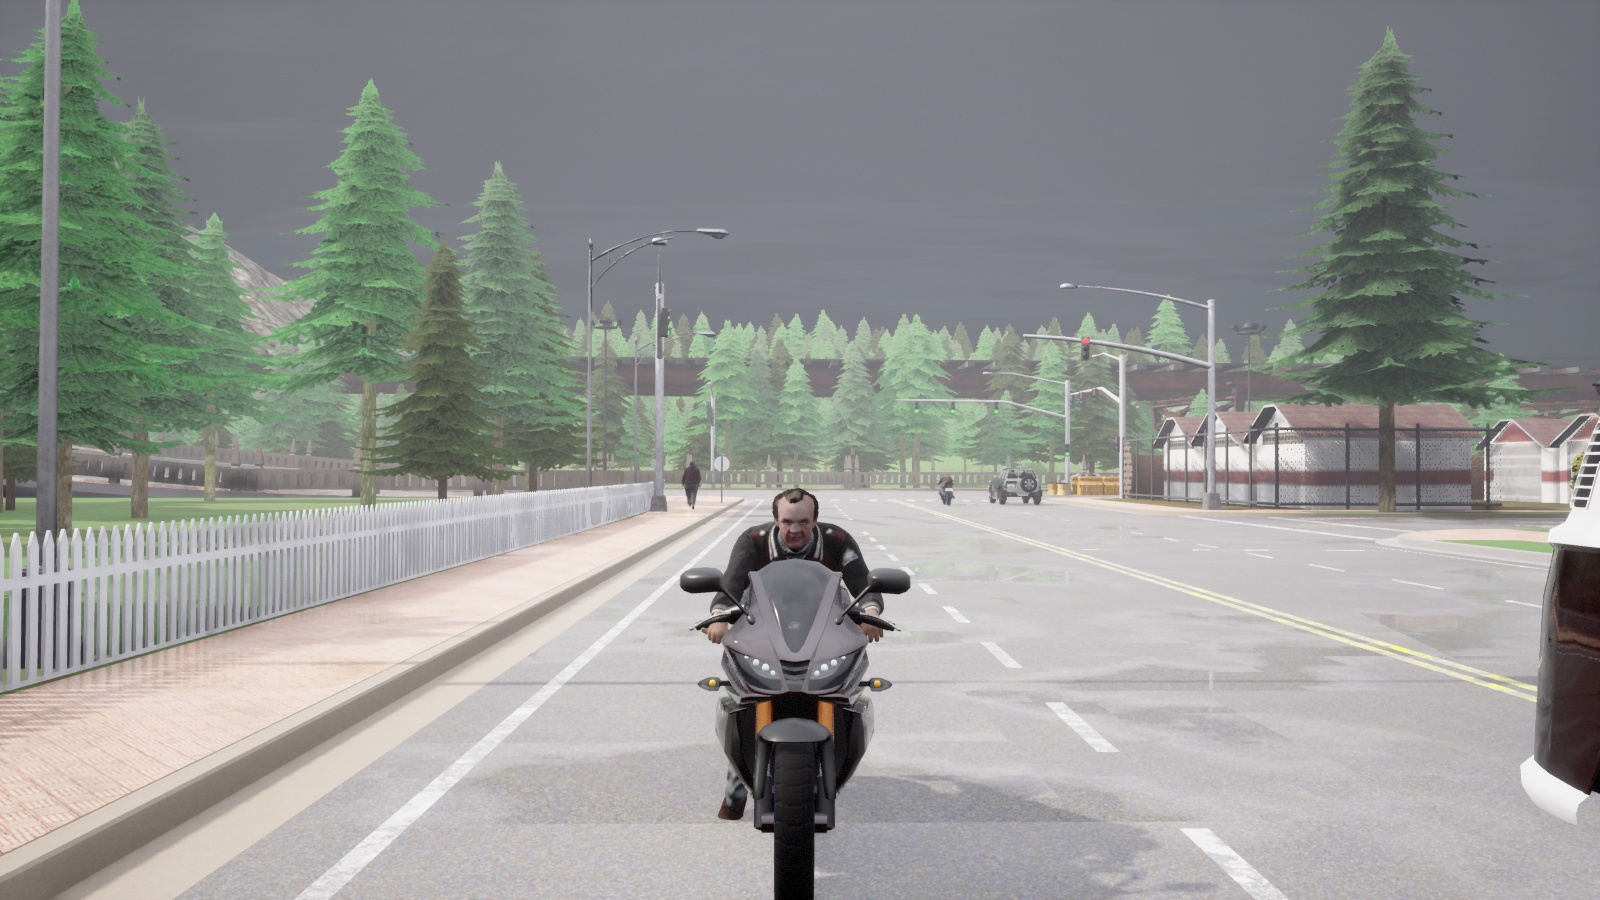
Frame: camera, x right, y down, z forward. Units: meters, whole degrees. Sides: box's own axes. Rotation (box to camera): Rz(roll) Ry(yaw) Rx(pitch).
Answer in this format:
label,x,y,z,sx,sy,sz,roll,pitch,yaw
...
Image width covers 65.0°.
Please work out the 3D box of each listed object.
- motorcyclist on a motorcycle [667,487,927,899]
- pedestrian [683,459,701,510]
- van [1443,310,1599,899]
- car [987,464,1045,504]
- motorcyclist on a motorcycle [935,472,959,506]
label,x,y,z,sx,sy,sz,roll,pitch,yaw
motorcyclist on a motorcycle,-0.013,0.939,5.313,0.866,1.530,2.191,0,-1,0
pedestrian,-3.977,1.262,46.167,0.634,1.844,0.899,0,-1,-6
van,3.490,0.566,2.510,2.069,2.038,4.480,0,-1,0
car,10.351,1.604,60.514,1.932,1.855,4.605,0,-1,0
motorcyclist on a motorcycle,6.855,1.806,58.731,0.866,1.530,2.191,0,-1,0
